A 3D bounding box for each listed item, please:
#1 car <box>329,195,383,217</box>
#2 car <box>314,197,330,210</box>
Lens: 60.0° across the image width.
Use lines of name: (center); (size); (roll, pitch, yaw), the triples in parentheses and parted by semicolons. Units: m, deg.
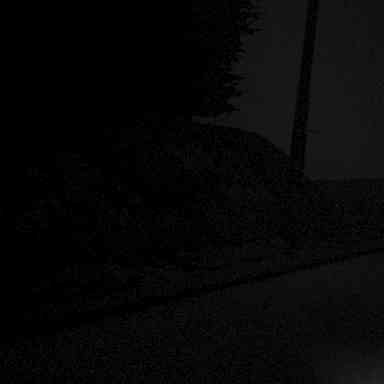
car: (14.460, 1.195, 27.149); (2.033, 1.411, 5.357); (-1, 0, -34)
car: (14.826, 1.083, 33.857); (2.128, 1.511, 4.902); (-1, 0, -36)
